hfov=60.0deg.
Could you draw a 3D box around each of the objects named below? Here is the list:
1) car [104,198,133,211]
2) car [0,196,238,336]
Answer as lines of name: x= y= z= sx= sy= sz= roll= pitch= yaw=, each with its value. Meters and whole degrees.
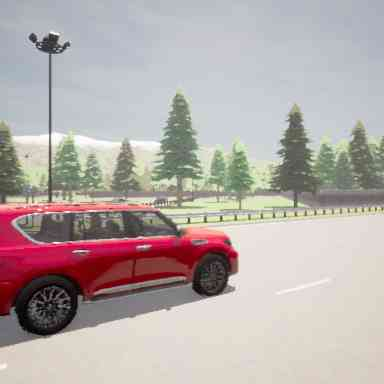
car: x=-9.102 y=1.522 z=41.529 sx=1.812 sy=1.442 sz=4.674 roll=0 pitch=0 yaw=12
car: x=-1.578 y=1.222 z=6.916 sx=5.566 sy=2.045 sz=2.150 roll=0 pitch=0 yaw=-35
